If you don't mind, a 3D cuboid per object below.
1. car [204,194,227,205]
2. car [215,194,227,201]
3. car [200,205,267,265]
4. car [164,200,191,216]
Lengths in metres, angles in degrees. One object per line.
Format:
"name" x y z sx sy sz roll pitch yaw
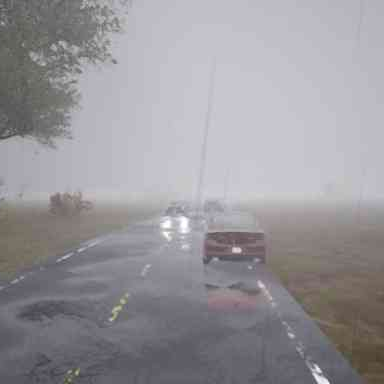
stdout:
"car" 2.282 1.321 34.494 1.837 1.490 4.892 0 0 8
"car" 6.266 1.098 71.328 1.812 1.442 4.674 0 0 14
"car" 1.328 1.419 11.548 1.882 1.535 5.008 0 0 3
"car" -1.273 1.435 30.850 1.895 1.301 4.718 0 0 7
